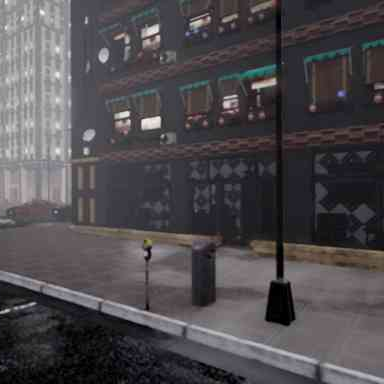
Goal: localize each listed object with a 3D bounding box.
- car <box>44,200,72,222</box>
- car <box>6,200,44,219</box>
[{"bbox_3d":[-7.479,1.292,22.927,1.947,1.339,4.313,1,1,35],"label":"car"},{"bbox_3d":[-12.241,1.320,26.240,1.994,1.385,4.181,0,1,35],"label":"car"}]
